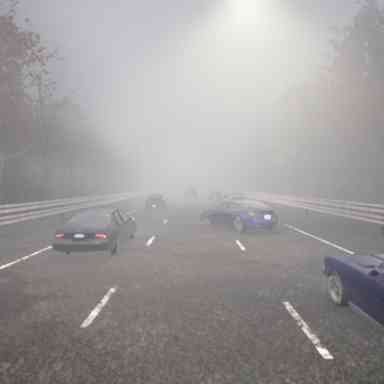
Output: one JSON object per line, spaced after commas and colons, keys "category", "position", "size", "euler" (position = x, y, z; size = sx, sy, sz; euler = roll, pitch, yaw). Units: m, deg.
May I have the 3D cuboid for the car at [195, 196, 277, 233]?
{"category": "car", "position": [2.344, 1.162, 17.465], "size": [2.163, 1.488, 4.792], "euler": [-1, 1, -30]}

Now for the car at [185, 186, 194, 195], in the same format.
{"category": "car", "position": [-0.646, -0.404, 82.492], "size": [2.150, 2.045, 5.566], "euler": [0, 1, -1]}

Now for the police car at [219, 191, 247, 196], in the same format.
{"category": "police car", "position": [3.578, 0.902, 26.782], "size": [1.930, 1.638, 5.238], "euler": [0, 1, 0]}

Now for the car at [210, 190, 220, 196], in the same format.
{"category": "car", "position": [3.530, 0.811, 37.710], "size": [2.033, 1.411, 5.357], "euler": [0, 1, 0]}

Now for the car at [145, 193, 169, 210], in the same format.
{"category": "car", "position": [-3.343, 0.890, 31.631], "size": [1.837, 1.490, 4.892], "euler": [0, 1, 0]}

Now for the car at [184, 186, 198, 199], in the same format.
{"category": "car", "position": [-0.166, 0.092, 57.717], "size": [2.150, 2.045, 5.566], "euler": [0, 1, -1]}

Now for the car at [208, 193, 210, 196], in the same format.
{"category": "car", "position": [3.436, 0.477, 48.743], "size": [2.033, 1.649, 4.856], "euler": [0, 1, -1]}

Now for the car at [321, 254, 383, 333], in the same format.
{"category": "car", "position": [3.533, 1.507, 4.635], "size": [1.895, 1.301, 4.718], "euler": [0, 1, 0]}

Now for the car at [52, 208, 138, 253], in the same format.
{"category": "car", "position": [-3.334, 1.307, 12.387], "size": [2.033, 1.411, 5.357], "euler": [0, 1, 0]}
